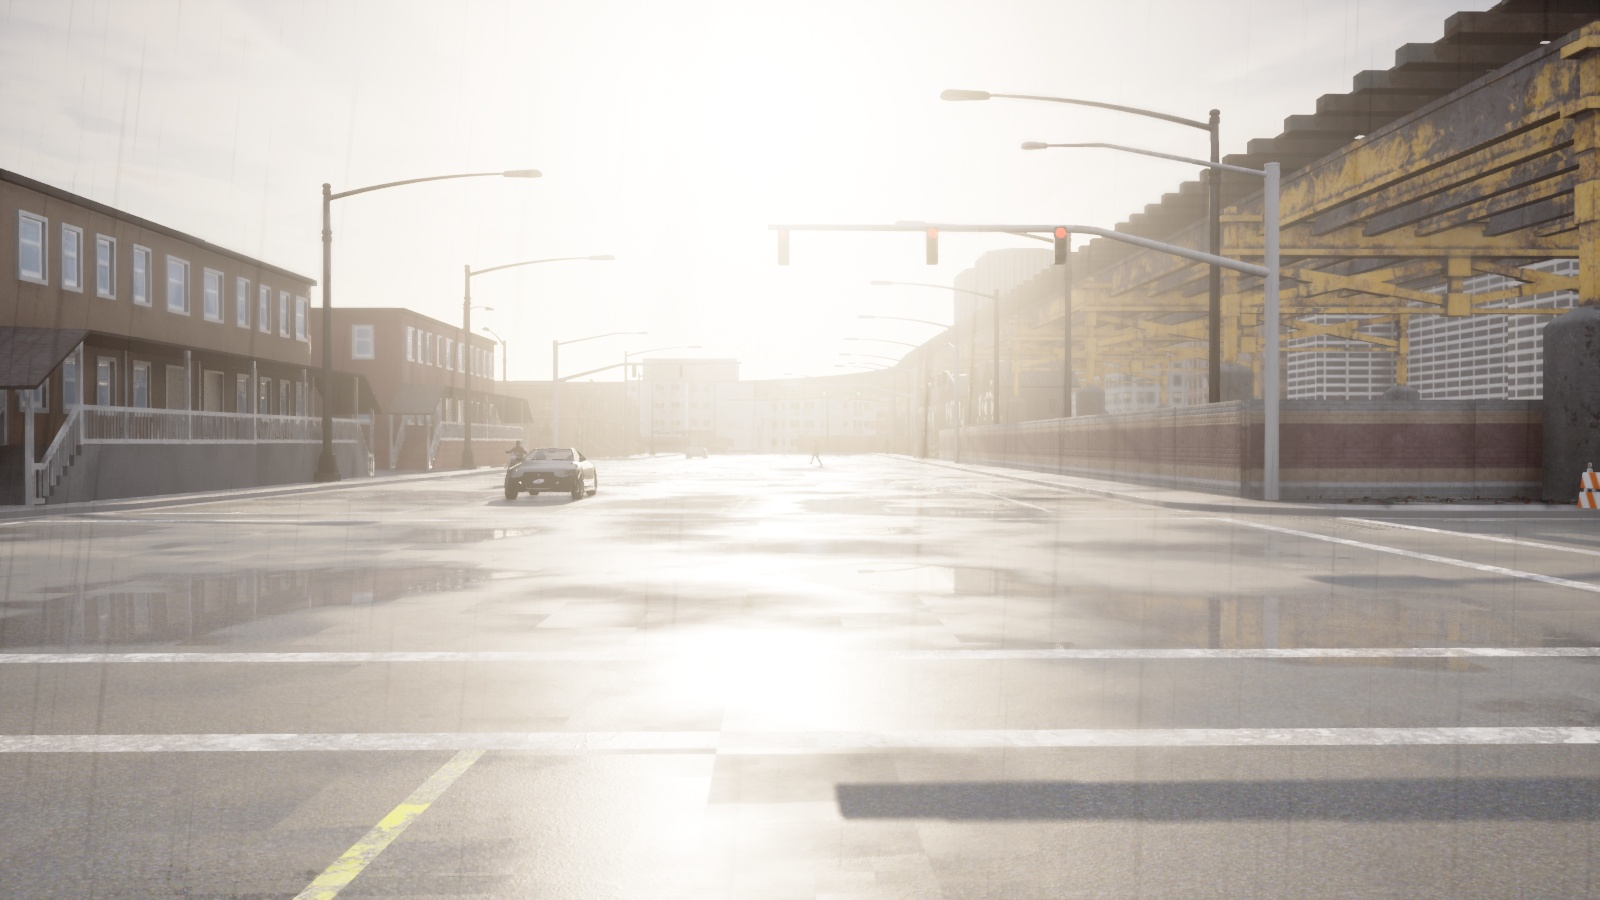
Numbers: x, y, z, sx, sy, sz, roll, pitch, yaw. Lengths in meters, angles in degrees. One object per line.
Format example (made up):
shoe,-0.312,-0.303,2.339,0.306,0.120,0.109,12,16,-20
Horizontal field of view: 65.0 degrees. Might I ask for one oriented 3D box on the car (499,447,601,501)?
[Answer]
car,-6.793,0.610,34.588,1.994,1.385,4.181,0,0,0
